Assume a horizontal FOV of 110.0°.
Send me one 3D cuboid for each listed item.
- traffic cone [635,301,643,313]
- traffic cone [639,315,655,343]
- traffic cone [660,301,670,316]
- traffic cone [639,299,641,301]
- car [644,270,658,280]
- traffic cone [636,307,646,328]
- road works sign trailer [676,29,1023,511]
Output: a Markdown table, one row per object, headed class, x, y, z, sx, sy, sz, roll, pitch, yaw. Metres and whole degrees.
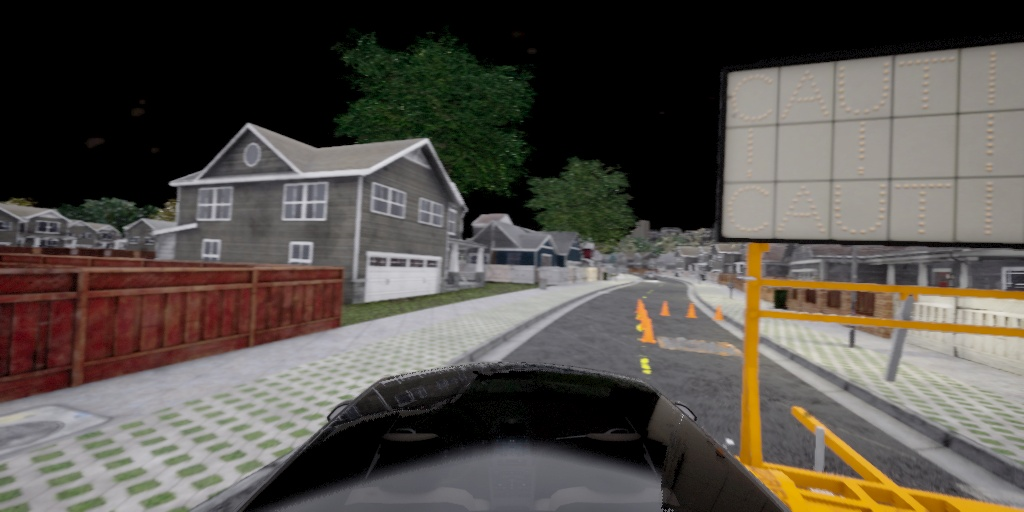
| class | x | y | z | sx | sy | sz | roll | pitch | yaw |
| --- | --- | --- | --- | --- | --- | --- | --- | --- | --- |
| traffic cone | 4.832 | 2.080 | 13.376 | 0.340 | 0.580 | 0.340 | 0 | 0 | 18 |
| traffic cone | 3.629 | 1.973 | 9.562 | 0.340 | 0.580 | 0.340 | 0 | 0 | 18 |
| traffic cone | 6.386 | 2.171 | 14.981 | 0.340 | 0.580 | 0.340 | 0 | 0 | 18 |
| traffic cone | 5.433 | 2.134 | 15.282 | 0.340 | 0.580 | 0.340 | 0 | 0 | 18 |
| car | 22.030 | 3.038 | 56.970 | 2.128 | 1.511 | 4.902 | 2 | -1 | 19 |
| traffic cone | 4.230 | 2.026 | 11.469 | 0.340 | 0.580 | 0.340 | 0 | 0 | 18 |
| road works sign trailer | 2.637 | 0.341 | 2.537 | 2.380 | 3.560 | 2.880 | 0 | 0 | 18 |
